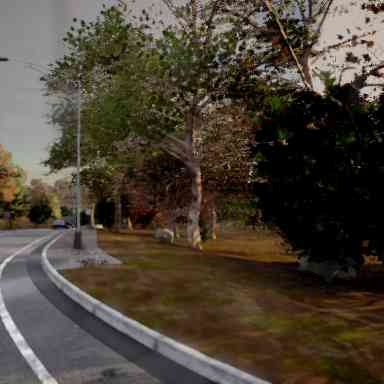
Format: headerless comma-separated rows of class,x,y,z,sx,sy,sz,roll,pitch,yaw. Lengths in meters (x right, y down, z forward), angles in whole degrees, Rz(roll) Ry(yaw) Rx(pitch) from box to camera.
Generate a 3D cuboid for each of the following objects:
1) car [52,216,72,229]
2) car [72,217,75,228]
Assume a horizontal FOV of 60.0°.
car,-18.569,4.468,46.927,2.033,1.411,5.357,1,-6,-16
car,-22.175,5.327,59.156,2.150,2.045,5.566,1,-6,-15
